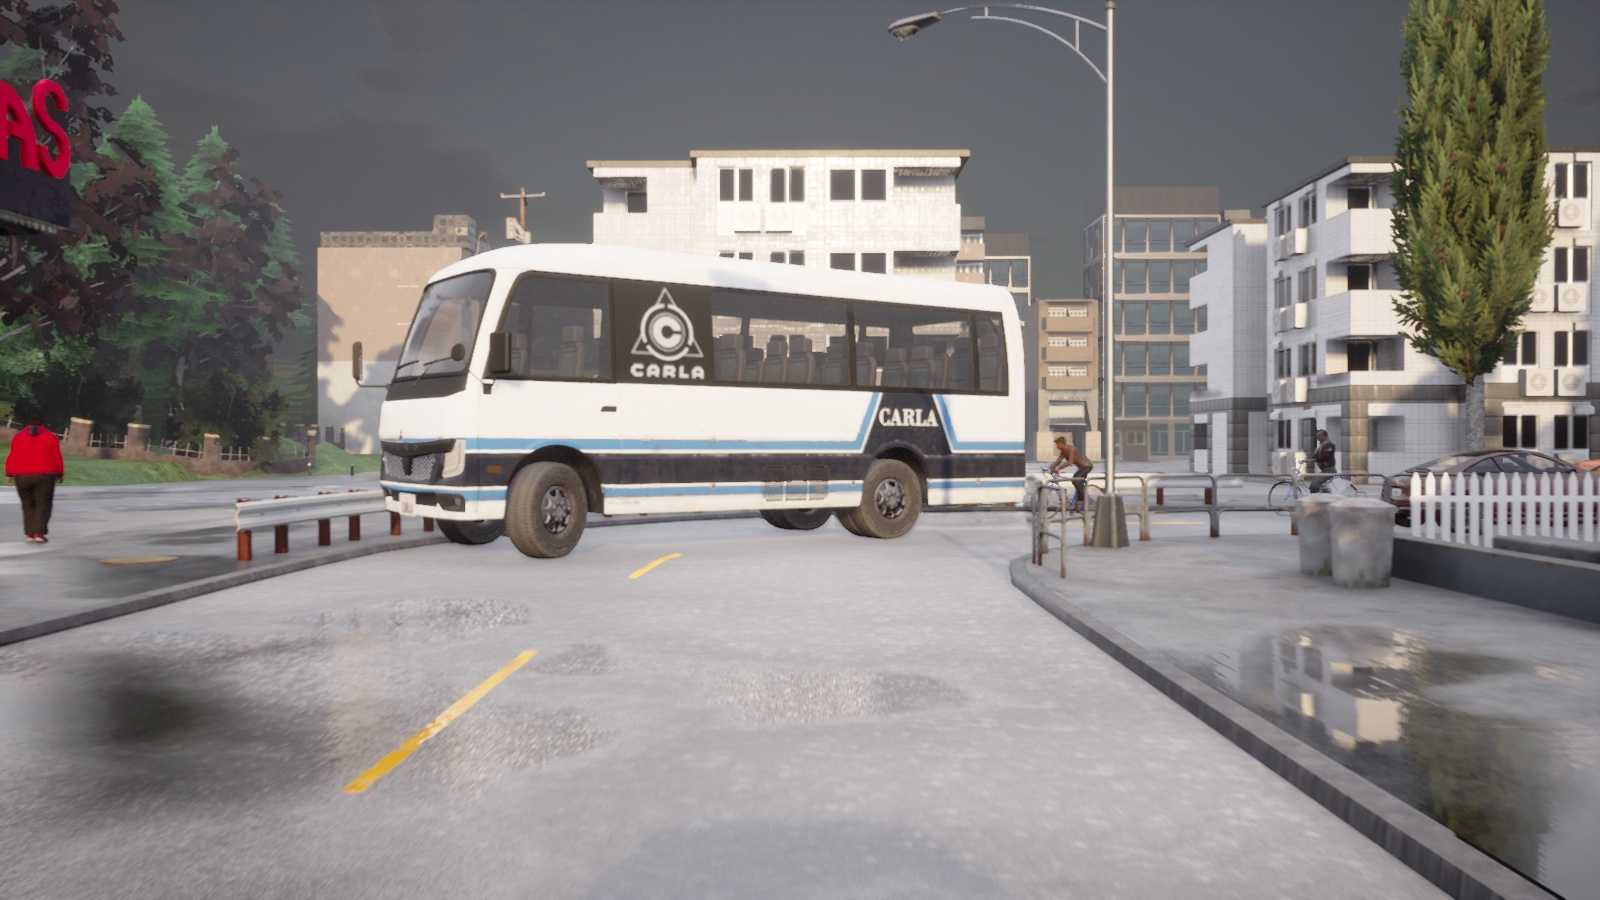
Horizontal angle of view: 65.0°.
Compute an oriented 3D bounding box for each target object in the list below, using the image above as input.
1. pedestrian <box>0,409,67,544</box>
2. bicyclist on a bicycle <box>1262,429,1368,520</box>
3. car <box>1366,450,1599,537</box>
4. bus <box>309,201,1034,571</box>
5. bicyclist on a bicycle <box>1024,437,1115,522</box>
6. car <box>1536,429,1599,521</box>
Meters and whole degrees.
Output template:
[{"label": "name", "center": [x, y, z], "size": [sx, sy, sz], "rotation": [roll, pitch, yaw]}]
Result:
[{"label": "pedestrian", "center": [-10.784, 0.358, 17.656], "size": [0.634, 1.844, 0.899], "rotation": [0, 0, -17]}, {"label": "bicyclist on a bicycle", "center": [10.311, 0.484, 25.175], "size": [1.843, 1.776, 0.659], "rotation": [0, 0, 0]}, {"label": "car", "center": [12.098, 0.701, 21.191], "size": [4.181, 1.385, 1.994], "rotation": [0, 0, -1]}, {"label": "bus", "center": [-1.566, -0.743, 19.005], "size": [10.273, 4.253, 3.944], "rotation": [0, 1, -35]}, {"label": "bicyclist on a bicycle", "center": [5.270, 0.567, 24.597], "size": [1.656, 1.620, 0.582], "rotation": [0, 0, -14]}, {"label": "car", "center": [17.638, 0.478, 25.143], "size": [4.553, 1.767, 2.097], "rotation": [0, 0, 0]}]
